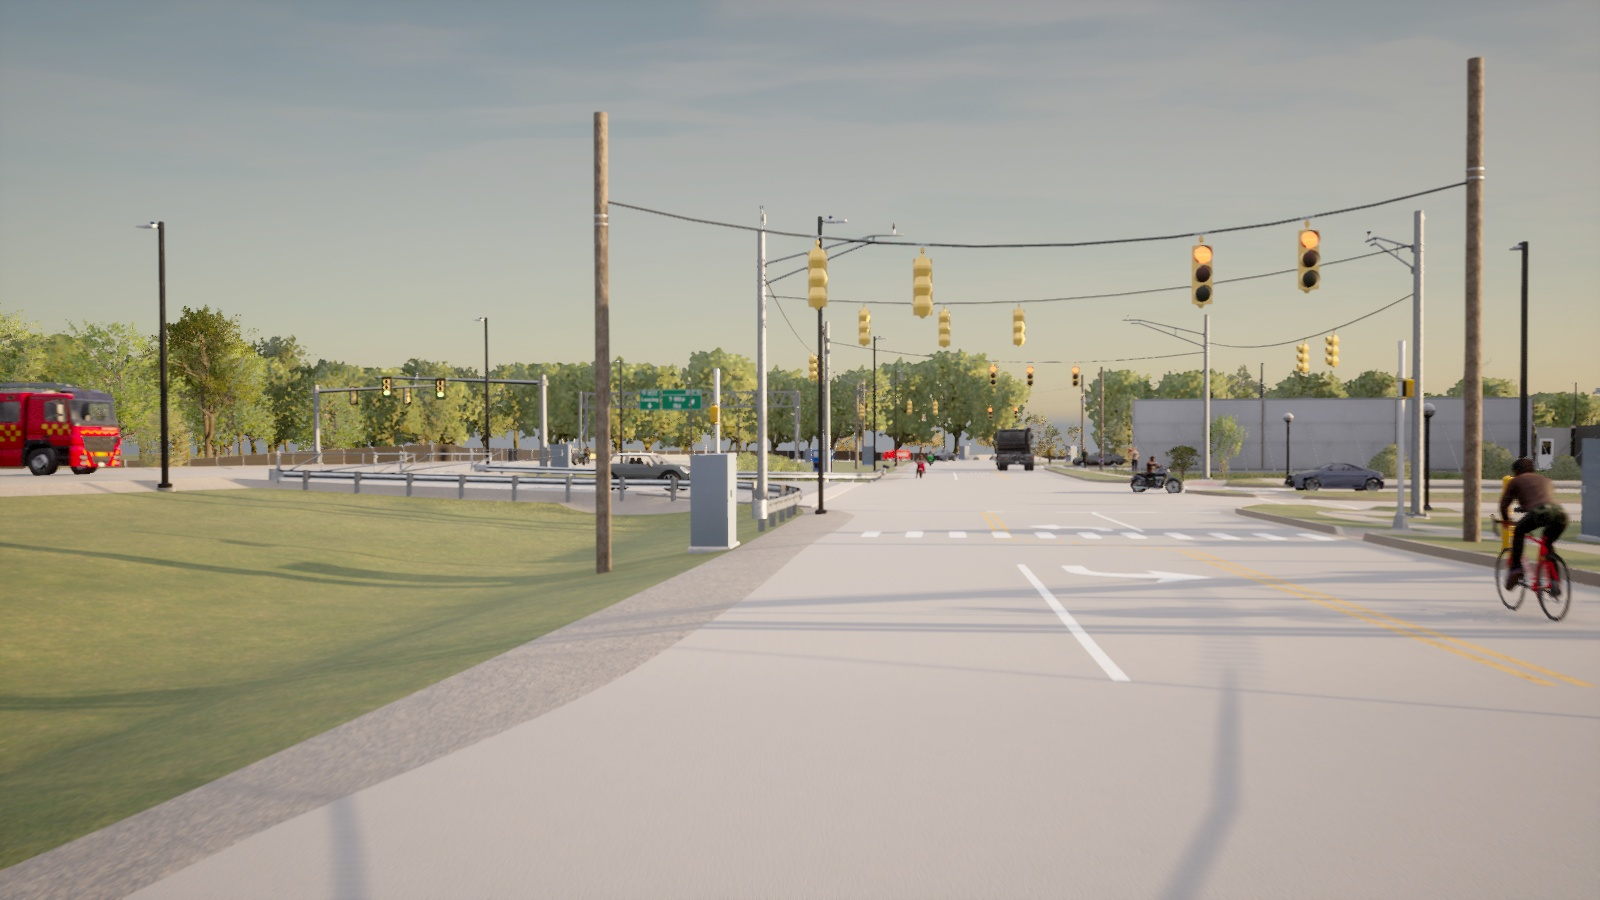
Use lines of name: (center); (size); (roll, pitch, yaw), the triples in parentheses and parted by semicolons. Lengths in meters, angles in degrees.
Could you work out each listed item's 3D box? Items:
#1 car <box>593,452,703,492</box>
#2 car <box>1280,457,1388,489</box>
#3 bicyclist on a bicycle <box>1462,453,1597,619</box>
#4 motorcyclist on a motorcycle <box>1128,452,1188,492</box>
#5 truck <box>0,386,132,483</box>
car: (-5.886, 0.849, 48.871); (3.806, 1.475, 1.970); (0, 0, 11)
car: (24.501, 1.039, 57.711); (4.181, 1.385, 1.994); (0, 0, 6)
bicyclist on a bicycle: (7.538, 0.848, 13.061); (0.582, 1.620, 1.656); (-1, -1, 7)
motorcyclist on a motorcycle: (15.078, 0.919, 52.952); (2.350, 1.649, 0.766); (0, -1, 45)
truck: (-32.540, -0.600, 51.977); (8.468, 3.827, 2.891); (-1, 0, 6)
